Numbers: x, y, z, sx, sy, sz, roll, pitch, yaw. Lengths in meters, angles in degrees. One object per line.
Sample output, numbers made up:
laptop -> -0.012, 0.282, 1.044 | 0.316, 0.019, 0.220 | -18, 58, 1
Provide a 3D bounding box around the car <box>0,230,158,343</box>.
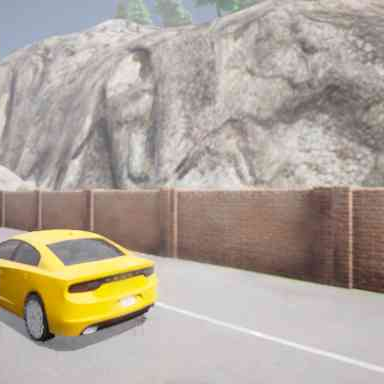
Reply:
car -> -2.849, 1.505, 6.641 | 5.008, 1.535, 1.882 | 0, 0, 41
